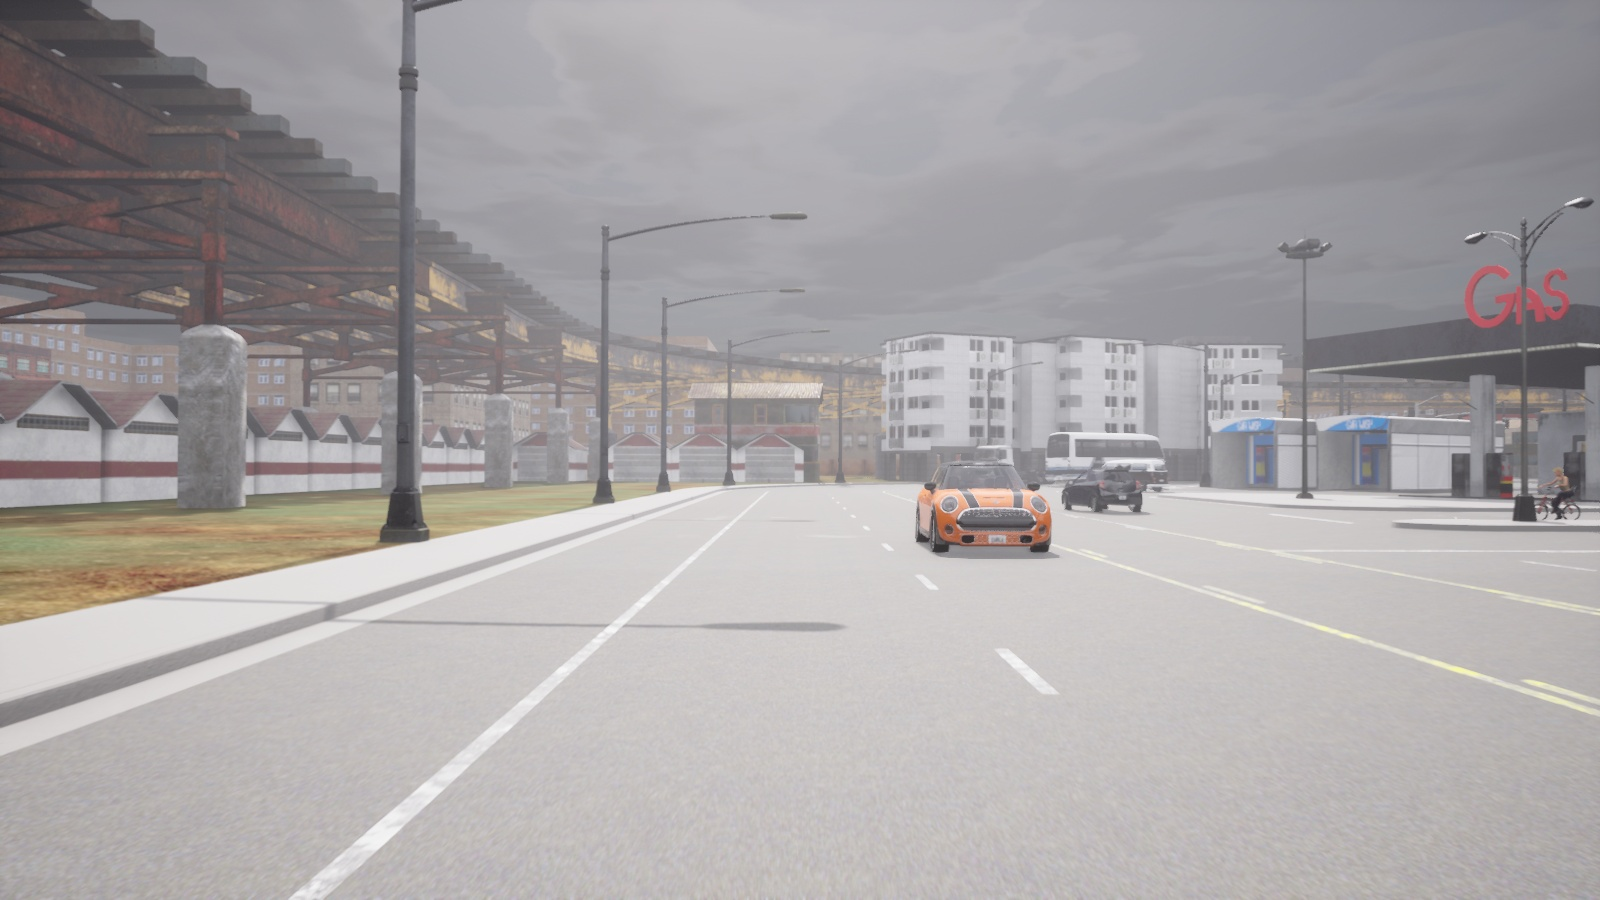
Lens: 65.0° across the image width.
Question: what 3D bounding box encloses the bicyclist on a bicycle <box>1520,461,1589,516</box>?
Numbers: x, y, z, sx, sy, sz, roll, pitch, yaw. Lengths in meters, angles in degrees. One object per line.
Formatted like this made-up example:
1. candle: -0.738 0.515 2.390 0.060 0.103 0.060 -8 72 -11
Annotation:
1. bicyclist on a bicycle: 22.331 1.136 37.178 1.509 1.612 0.866 0 -1 -1

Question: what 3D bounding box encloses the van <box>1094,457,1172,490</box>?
1. van: 21.051 1.460 79.521 2.069 2.038 4.480 0 0 -37

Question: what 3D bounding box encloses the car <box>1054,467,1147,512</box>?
1. car: 10.551 1.350 44.358 1.845 1.501 3.633 0 -1 -11

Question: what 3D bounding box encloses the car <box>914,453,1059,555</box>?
1. car: 3.446 0.971 24.115 2.097 1.767 4.553 0 -1 0
